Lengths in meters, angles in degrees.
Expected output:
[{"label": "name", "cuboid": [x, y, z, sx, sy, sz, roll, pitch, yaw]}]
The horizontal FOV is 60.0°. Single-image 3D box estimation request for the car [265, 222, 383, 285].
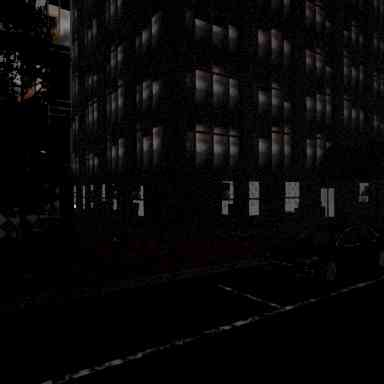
[{"label": "car", "cuboid": [3.932, 1.549, 9.401, 4.403, 1.369, 2.008, 0, -1, -36]}]
